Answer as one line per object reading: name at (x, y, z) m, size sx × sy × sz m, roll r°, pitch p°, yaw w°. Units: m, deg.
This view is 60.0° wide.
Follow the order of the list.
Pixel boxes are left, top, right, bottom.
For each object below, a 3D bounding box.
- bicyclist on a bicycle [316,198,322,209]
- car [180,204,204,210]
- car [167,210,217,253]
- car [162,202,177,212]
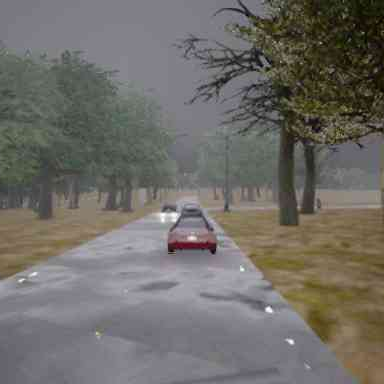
bicyclist on a bicycle at (18.539, 1.737, 48.718) m, size 0.582 × 1.620 × 1.656 m, roll -1°, pitch -1°, yaw 0°
car at (0.001, 1.788, 29.328) m, size 1.837 × 1.490 × 4.892 m, roll 0°, pitch 0°, yaw 0°
car at (0.006, 1.704, 14.345) m, size 1.994 × 1.385 × 4.181 m, roll 0°, pitch -1°, yaw 0°
car at (-3.007, 2.006, 45.163) m, size 1.895 × 1.301 × 4.718 m, roll 0°, pitch 0°, yaw 0°
